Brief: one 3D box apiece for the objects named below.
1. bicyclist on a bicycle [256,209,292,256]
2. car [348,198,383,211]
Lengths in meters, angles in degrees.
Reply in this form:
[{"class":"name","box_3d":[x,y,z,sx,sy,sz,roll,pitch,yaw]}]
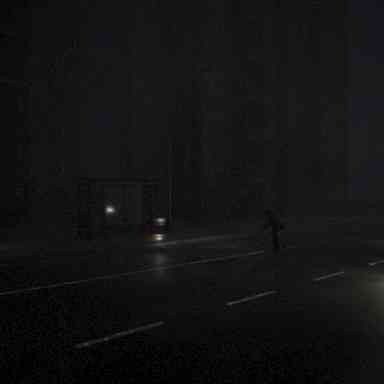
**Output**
[{"class":"bicyclist on a bicycle","box_3d":[2.918,1.455,12.054,0.582,1.620,1.656,0,-2,-37]},{"class":"car","box_3d":[20.717,1.491,39.191,2.128,1.511,4.902,0,0,-34]}]
